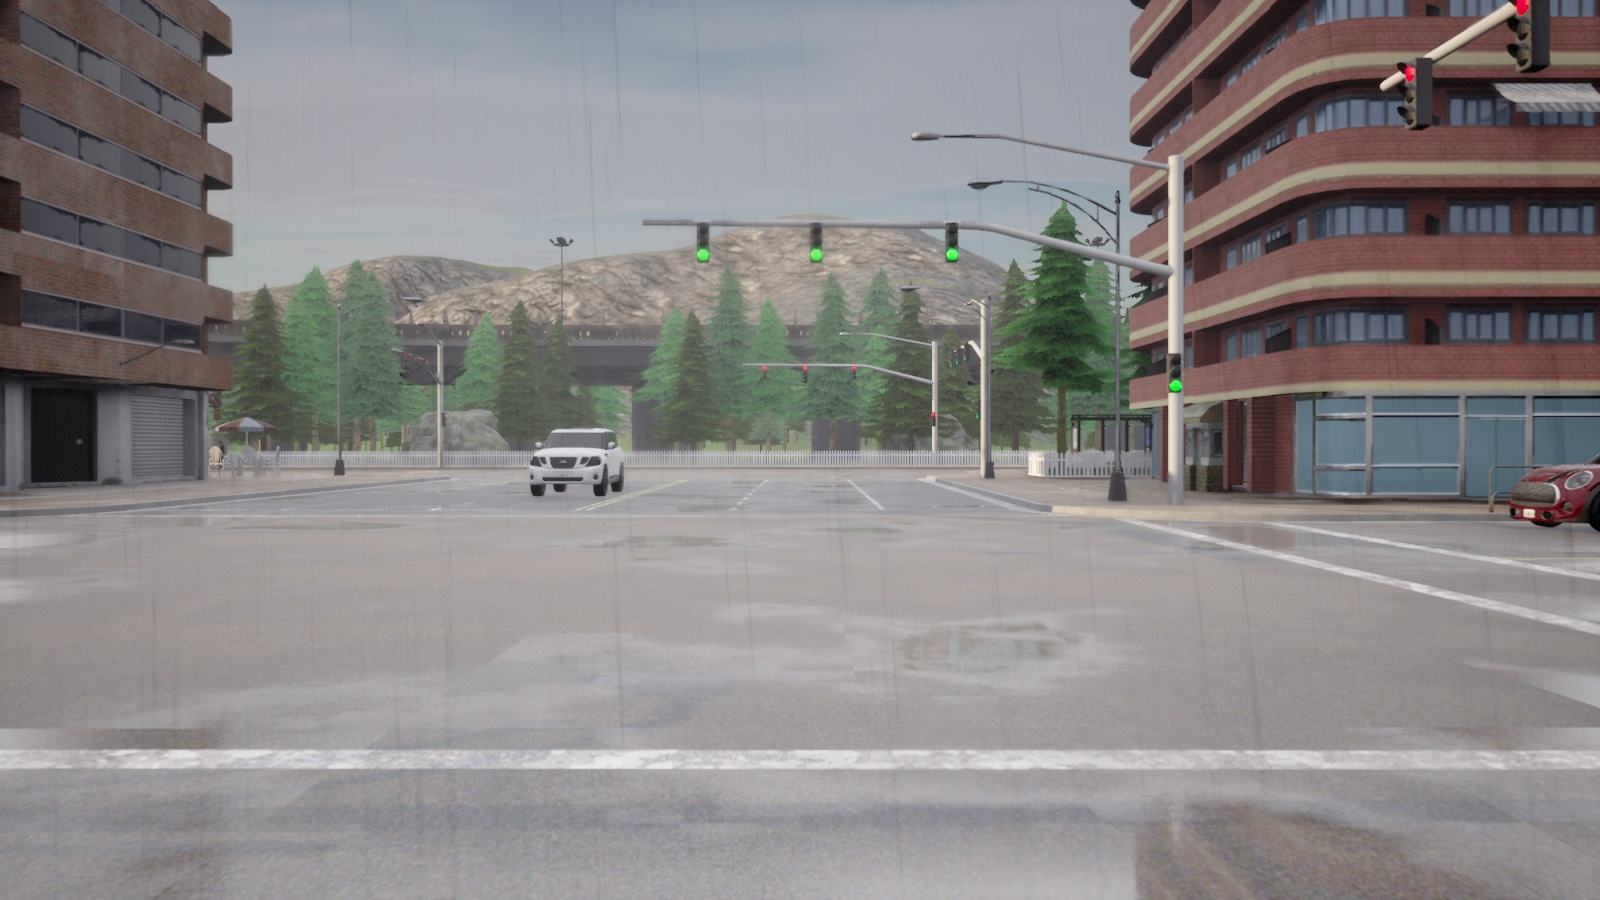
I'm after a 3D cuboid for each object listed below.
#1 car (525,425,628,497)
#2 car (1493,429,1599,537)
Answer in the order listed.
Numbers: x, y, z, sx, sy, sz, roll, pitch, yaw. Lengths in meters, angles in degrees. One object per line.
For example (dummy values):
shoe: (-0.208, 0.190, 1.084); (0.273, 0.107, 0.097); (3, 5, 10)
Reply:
car: (-6.766, 0.313, 38.592); (2.150, 2.045, 5.566); (0, 0, 0)
car: (14.810, 0.535, 21.670); (4.553, 1.767, 2.097); (0, 0, 0)
